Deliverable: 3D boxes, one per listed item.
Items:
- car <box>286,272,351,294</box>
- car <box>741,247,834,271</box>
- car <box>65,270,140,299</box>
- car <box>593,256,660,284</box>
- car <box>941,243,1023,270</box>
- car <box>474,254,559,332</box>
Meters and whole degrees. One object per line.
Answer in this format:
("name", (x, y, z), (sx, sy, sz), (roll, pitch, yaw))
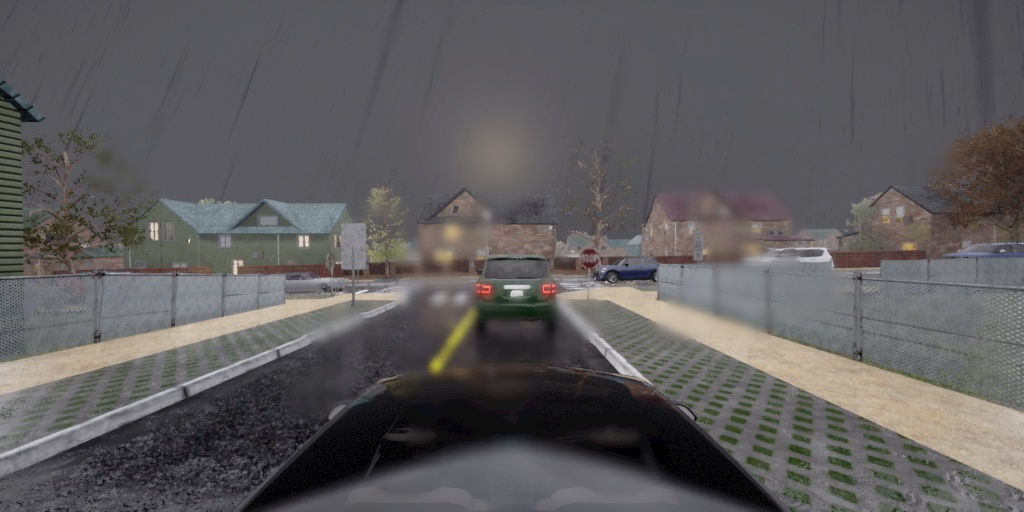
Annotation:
("car", (-12.236, 1.619, 21.335), (4.718, 1.301, 1.895), (-1, 1, 0))
("car", (18.457, 0.473, 24.274), (5.566, 2.045, 2.150), (-1, 1, 0))
("car", (-23.411, 1.635, 21.338), (4.553, 1.767, 2.097), (-1, 1, 0))
("car", (7.766, 0.858, 24.054), (4.553, 1.767, 2.097), (-1, 1, -3))
("car", (32.468, 0.145, 24.262), (5.566, 2.045, 2.150), (-1, 1, 0))
("car", (0.081, 0.972, 11.057), (2.150, 2.045, 5.566), (0, 0, -1))
